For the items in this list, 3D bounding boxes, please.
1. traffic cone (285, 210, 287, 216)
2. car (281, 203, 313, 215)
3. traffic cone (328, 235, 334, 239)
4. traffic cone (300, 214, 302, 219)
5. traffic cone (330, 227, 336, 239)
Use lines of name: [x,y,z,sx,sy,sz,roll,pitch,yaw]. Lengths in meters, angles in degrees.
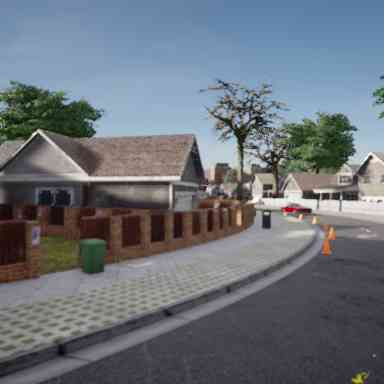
traffic cone: [10.096,2.259,35.829,0.340,0.580,0.340,0,0,-5]
car: [11.782,1.921,37.587,1.895,1.301,4.718,0,0,-7]
traffic cone: [5.299,2.093,13.084,0.340,0.580,0.340,0,0,28]
traffic cone: [10.204,2.229,31.118,0.340,0.580,0.340,0,0,2]
traffic cone: [7.300,2.131,17.349,0.340,0.580,0.340,0,0,22]
